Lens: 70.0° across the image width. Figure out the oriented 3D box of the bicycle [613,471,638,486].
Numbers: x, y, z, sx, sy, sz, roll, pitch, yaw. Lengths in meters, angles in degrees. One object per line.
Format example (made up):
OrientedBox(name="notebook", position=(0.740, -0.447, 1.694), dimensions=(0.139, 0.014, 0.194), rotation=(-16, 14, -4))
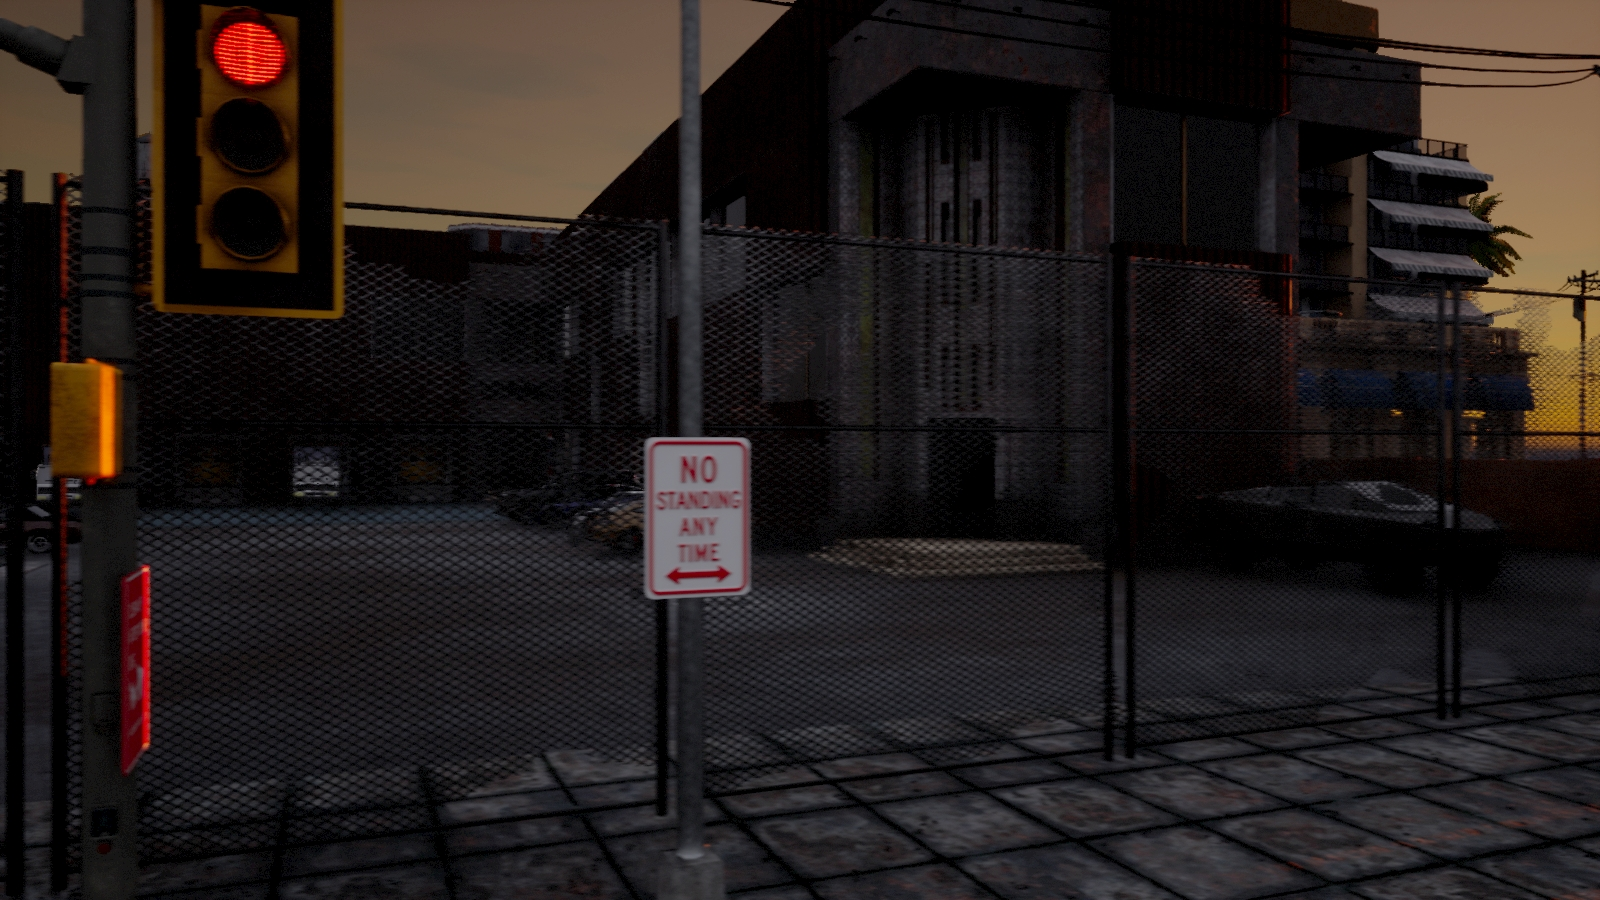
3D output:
OrientedBox(name="bicycle", position=(-13.610, 2.210, 89.153), dimensions=(1.835, 1.171, 0.329), rotation=(0, 0, 3))
